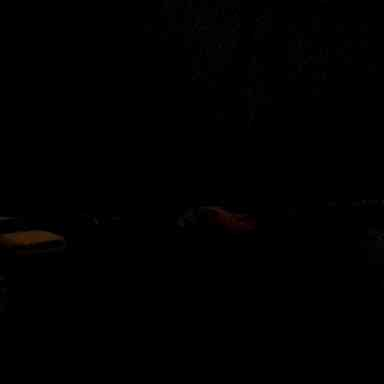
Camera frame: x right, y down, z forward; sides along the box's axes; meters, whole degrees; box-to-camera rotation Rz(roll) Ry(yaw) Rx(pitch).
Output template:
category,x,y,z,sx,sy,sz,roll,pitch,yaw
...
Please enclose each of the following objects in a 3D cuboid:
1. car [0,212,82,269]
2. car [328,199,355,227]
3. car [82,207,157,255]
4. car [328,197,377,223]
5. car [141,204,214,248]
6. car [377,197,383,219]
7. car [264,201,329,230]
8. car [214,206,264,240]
category,x,y,z,sx,sy,sz,roll,pitch,yaw
car,-6.353,1.494,11.348,5.366,1.575,1.946,-1,-1,34
car,7.831,1.411,22.007,4.792,1.488,2.163,-1,-1,33
car,-4.097,1.481,13.180,4.892,1.521,2.231,-1,0,34
car,10.152,1.362,23.819,5.008,1.535,2.097,-1,0,33
car,-1.677,1.335,14.913,4.553,1.767,2.185,-1,0,34
car,12.460,1.219,25.665,4.553,1.767,2.185,-1,-1,32
car,5.411,1.432,20.243,4.792,1.488,2.163,-1,0,33
car,0.696,1.441,16.678,5.008,1.535,2.097,-1,0,34
